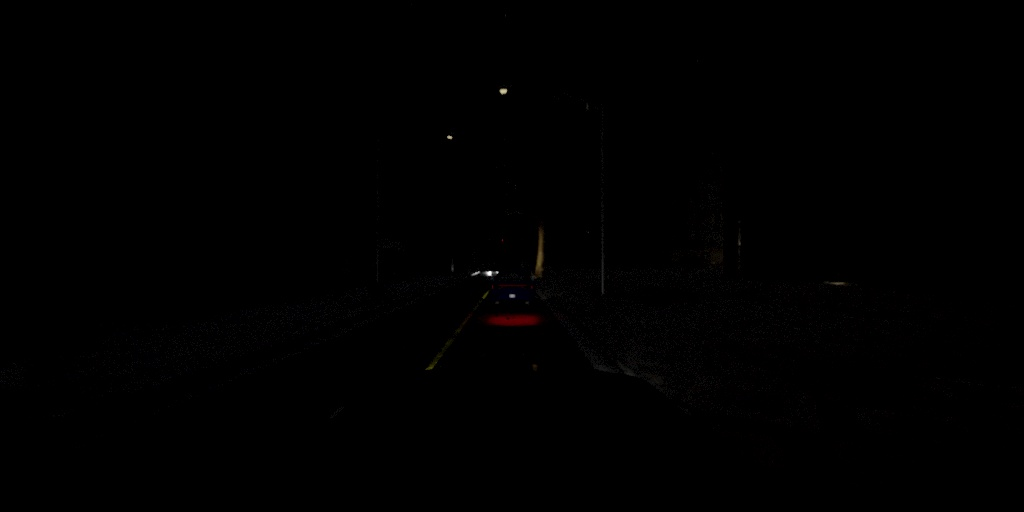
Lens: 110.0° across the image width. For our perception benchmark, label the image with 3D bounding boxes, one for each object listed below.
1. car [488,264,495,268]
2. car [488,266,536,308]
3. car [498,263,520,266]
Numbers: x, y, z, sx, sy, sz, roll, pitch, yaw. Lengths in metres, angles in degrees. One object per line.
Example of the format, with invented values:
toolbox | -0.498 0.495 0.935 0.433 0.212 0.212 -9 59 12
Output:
car | -2.985 1.973 60.646 1.895 1.301 4.718 0 -1 0
car | 0.029 1.377 16.083 1.882 1.535 5.008 0 0 0
car | 0.030 1.398 30.270 2.097 1.767 4.553 0 -1 0
